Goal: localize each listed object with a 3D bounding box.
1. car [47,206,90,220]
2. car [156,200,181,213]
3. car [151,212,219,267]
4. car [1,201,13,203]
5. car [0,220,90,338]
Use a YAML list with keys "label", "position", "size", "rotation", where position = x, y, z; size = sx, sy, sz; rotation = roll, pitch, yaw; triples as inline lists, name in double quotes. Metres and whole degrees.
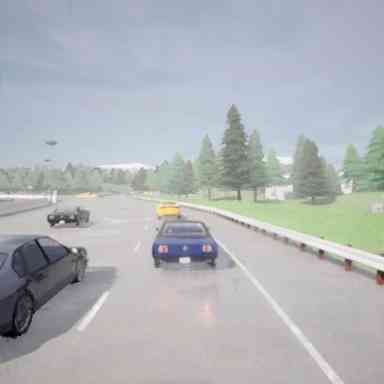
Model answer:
- label: "car"
  position: [-8.332, 1.601, 22.917]
  size: [1.895, 1.301, 4.718]
  rotation: [0, 0, -6]
- label: "car"
  position: [-2.102, 1.453, 29.150]
  size: [1.882, 1.535, 5.008]
  rotation: [0, 0, -8]
- label: "car"
  position: [-0.311, 1.590, 11.369]
  size: [1.895, 1.301, 4.718]
  rotation: [0, 0, -3]
- label: "car"
  position: [-27.601, 1.630, 49.370]
  size: [1.895, 1.301, 4.718]
  rotation: [0, 0, -14]
- label: "car"
  position: [-3.573, 1.551, 6.515]
  size: [2.033, 1.411, 5.357]
  rotation: [0, 0, -2]
